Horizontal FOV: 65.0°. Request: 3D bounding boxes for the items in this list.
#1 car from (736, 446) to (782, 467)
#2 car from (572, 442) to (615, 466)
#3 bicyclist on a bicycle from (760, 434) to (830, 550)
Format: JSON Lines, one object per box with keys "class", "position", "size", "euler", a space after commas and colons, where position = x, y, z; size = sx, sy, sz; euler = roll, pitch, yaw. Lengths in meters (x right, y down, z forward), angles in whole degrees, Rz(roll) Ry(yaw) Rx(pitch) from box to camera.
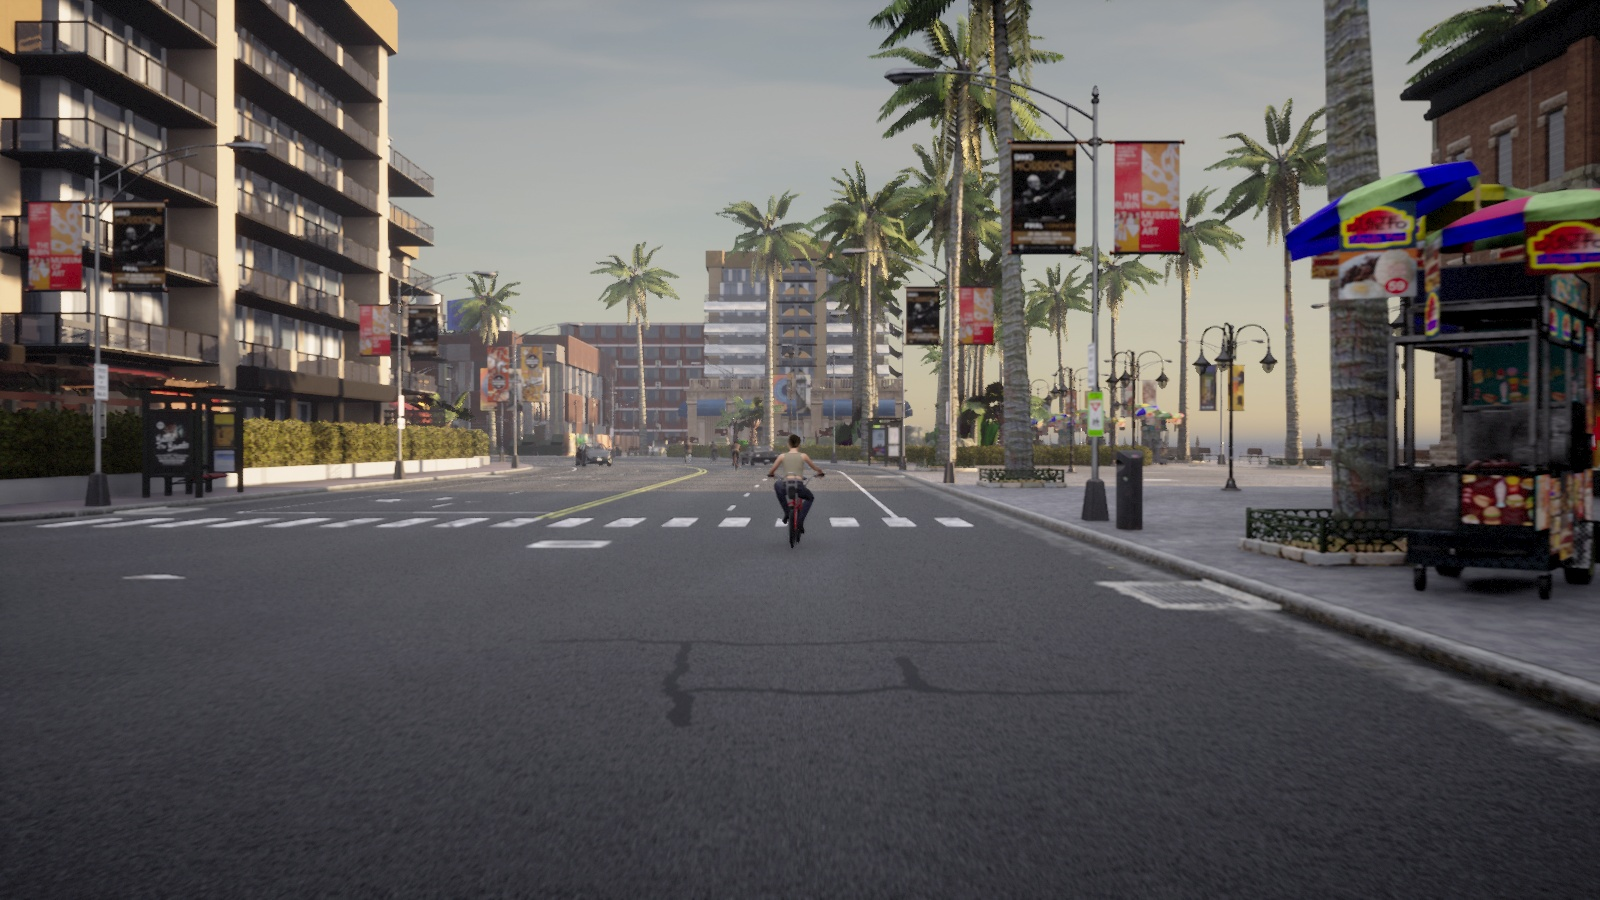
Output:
{"class": "car", "position": [-2.717, 0.382, 82.049], "size": [1.895, 1.301, 4.718], "euler": [0, 0, -15]}
{"class": "car", "position": [-13.292, 0.228, 80.730], "size": [2.007, 1.525, 4.514], "euler": [0, 0, -19]}
{"class": "bicyclist on a bicycle", "position": [-0.057, 0.580, 18.226], "size": [0.866, 1.612, 1.509], "euler": [-1, 0, 5]}
